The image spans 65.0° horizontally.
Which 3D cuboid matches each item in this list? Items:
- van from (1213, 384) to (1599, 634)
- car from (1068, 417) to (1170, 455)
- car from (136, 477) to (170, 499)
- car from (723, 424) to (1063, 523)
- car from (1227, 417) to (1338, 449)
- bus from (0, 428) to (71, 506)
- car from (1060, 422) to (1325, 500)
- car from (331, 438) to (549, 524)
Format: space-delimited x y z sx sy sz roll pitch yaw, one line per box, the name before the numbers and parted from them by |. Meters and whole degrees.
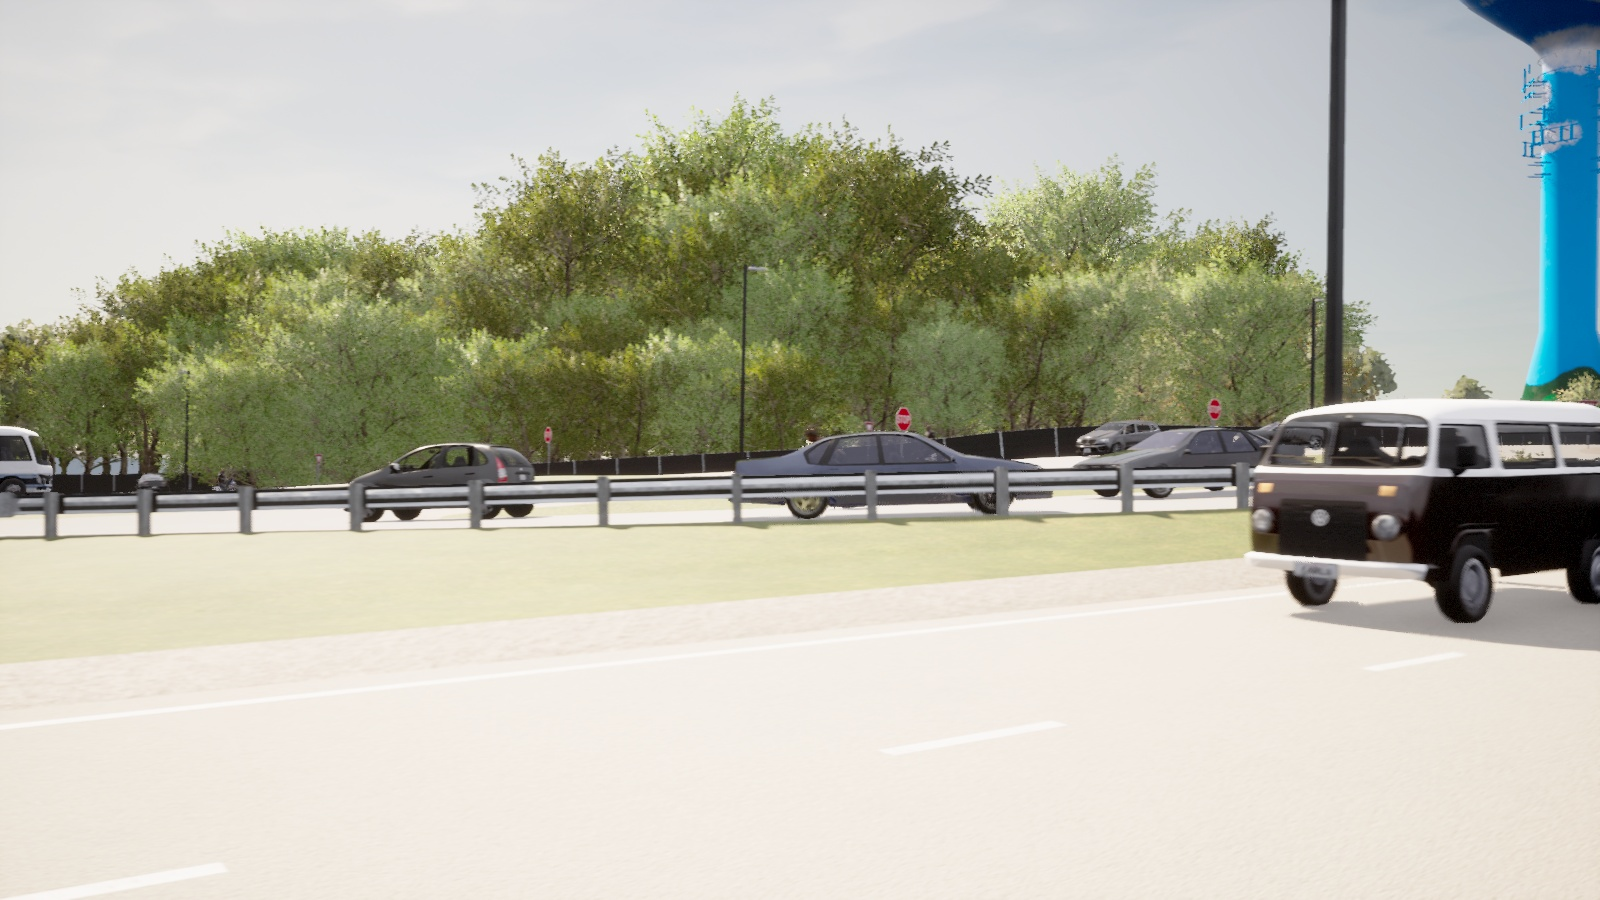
van | 6.357 0.480 12.347 4.480 2.038 2.069 0 0 -35
car | 15.125 -0.678 59.488 4.611 1.667 2.242 -2 1 -36
car | -43.707 2.536 84.775 1.812 1.442 4.674 0 -1 -30
car | 1.505 0.387 20.987 5.357 1.411 2.033 -2 -1 2
car | 25.015 -0.882 65.190 4.902 1.511 2.128 -1 1 -1
bus | -46.522 1.011 69.334 10.273 4.253 3.944 -1 -2 -20
car | 8.327 0.205 26.554 5.357 1.411 2.033 -2 0 -25
car | -7.575 0.665 26.544 3.988 1.617 1.851 -2 -2 14
